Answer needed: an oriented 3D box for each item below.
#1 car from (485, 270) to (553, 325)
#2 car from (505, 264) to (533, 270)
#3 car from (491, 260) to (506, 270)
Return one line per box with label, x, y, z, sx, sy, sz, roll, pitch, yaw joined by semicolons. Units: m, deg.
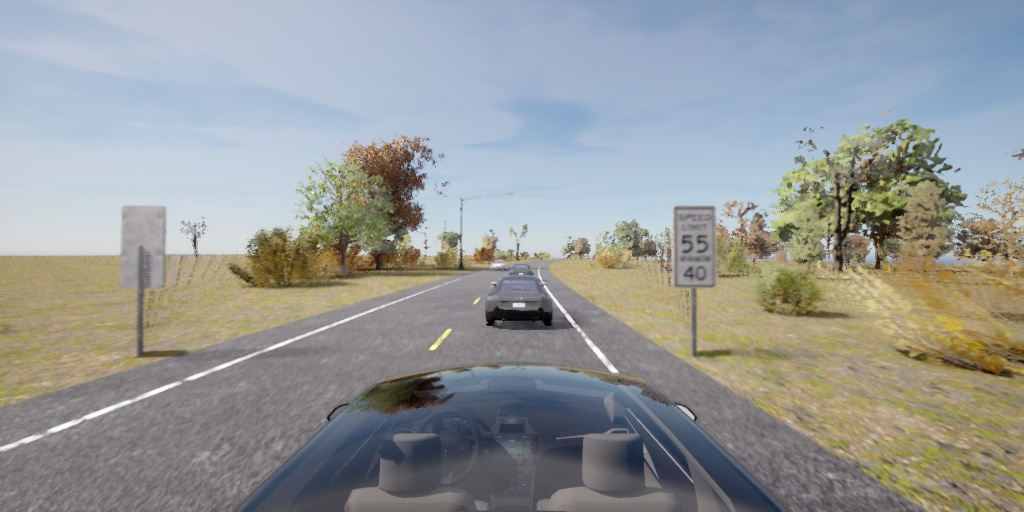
car;0.225;1.317;11.855;1.994;1.385;4.181;0;0;1
car;0.785;1.316;29.402;1.994;1.385;4.181;0;0;3
car;-1.733;1.276;48.387;1.812;1.442;4.674;0;0;5
